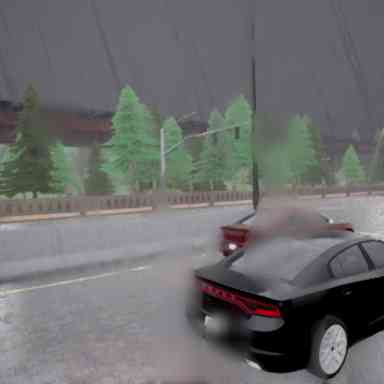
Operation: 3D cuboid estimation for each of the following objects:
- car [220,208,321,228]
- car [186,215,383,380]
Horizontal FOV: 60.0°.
[{"bbox_3d":[3.097,1.223,10.306,5.008,1.535,1.882,-2,1,-35],"label":"car"},{"bbox_3d":[2.256,1.343,5.419,5.008,1.535,1.882,-2,1,-35],"label":"car"}]
